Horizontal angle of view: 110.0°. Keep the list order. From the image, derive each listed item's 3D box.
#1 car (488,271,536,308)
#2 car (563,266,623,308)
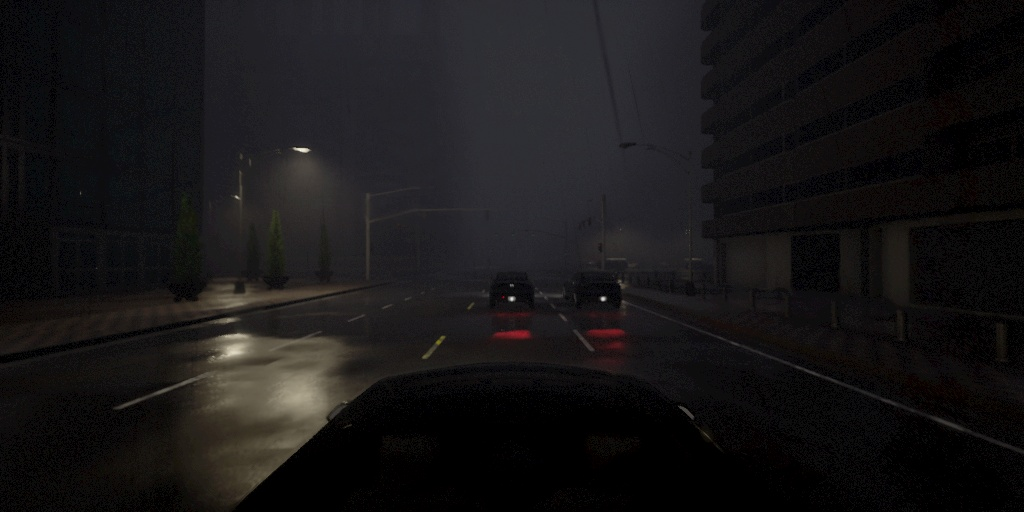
[{"bbox_3d":[-0.005,1.397,16.158,1.837,1.490,4.892,0,0,0],"label":"car"},{"bbox_3d":[3.495,1.397,16.168,1.837,1.490,4.892,0,0,0],"label":"car"}]
